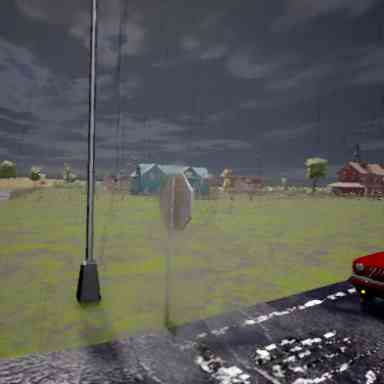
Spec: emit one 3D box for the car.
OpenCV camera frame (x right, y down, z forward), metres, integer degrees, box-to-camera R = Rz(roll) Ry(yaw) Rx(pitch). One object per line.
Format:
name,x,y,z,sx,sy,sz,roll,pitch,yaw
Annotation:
car,5.282,1.526,6.882,4.718,1.301,1.895,0,2,-36
